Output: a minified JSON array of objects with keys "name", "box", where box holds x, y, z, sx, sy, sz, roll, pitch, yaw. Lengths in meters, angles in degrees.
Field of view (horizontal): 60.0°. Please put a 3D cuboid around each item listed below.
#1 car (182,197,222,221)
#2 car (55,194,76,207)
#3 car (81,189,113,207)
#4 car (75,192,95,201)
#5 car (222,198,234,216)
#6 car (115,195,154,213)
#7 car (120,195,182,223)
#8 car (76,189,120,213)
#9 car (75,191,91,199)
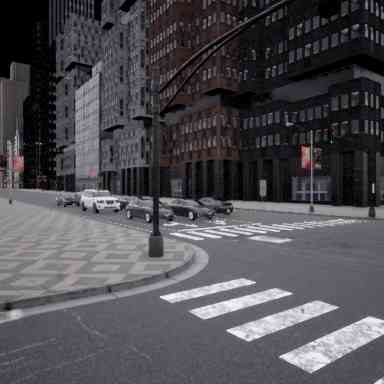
[{"name":"car","box":[-0.248,1.239,24.979,1.837,1.490,4.892,0,1,-38]},{"name":"car","box":[-14.909,0.991,39.808,2.033,1.411,5.357,0,1,-36]},{"name":"car","box":[-11.835,0.671,41.111,2.150,2.045,5.566,0,1,-35]},{"name":"car","box":[-17.850,0.783,55.321,1.994,1.385,4.181,0,1,-36]},{"name":"car","box":[1.486,1.209,28.516,1.837,1.490,4.892,0,1,-36]},{"name":"car","box":[-5.689,1.107,32.569,1.837,1.490,4.892,0,1,-36]},{"name":"car","box":[-3.013,1.240,23.299,1.837,1.490,4.892,0,1,-36]},{"name":"car","box":[-8.698,0.819,31.185,2.150,2.045,5.566,0,1,-36]},{"name":"car","box":[-21.843,0.563,66.416,1.812,1.442,4.674,0,1,-36]}]
